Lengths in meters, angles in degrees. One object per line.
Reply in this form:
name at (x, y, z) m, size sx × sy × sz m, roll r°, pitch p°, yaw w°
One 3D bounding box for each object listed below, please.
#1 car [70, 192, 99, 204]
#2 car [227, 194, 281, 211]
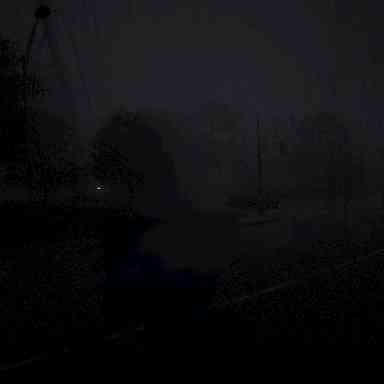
car at (-14.434, 0.783, 44.516) m, size 4.674 × 1.442 × 1.812 m, roll 2°, pitch 4°, yaw 36°
car at (5.562, 0.948, 30.234) m, size 4.902 × 1.511 × 2.128 m, roll 0°, pitch 3°, yaw 36°
